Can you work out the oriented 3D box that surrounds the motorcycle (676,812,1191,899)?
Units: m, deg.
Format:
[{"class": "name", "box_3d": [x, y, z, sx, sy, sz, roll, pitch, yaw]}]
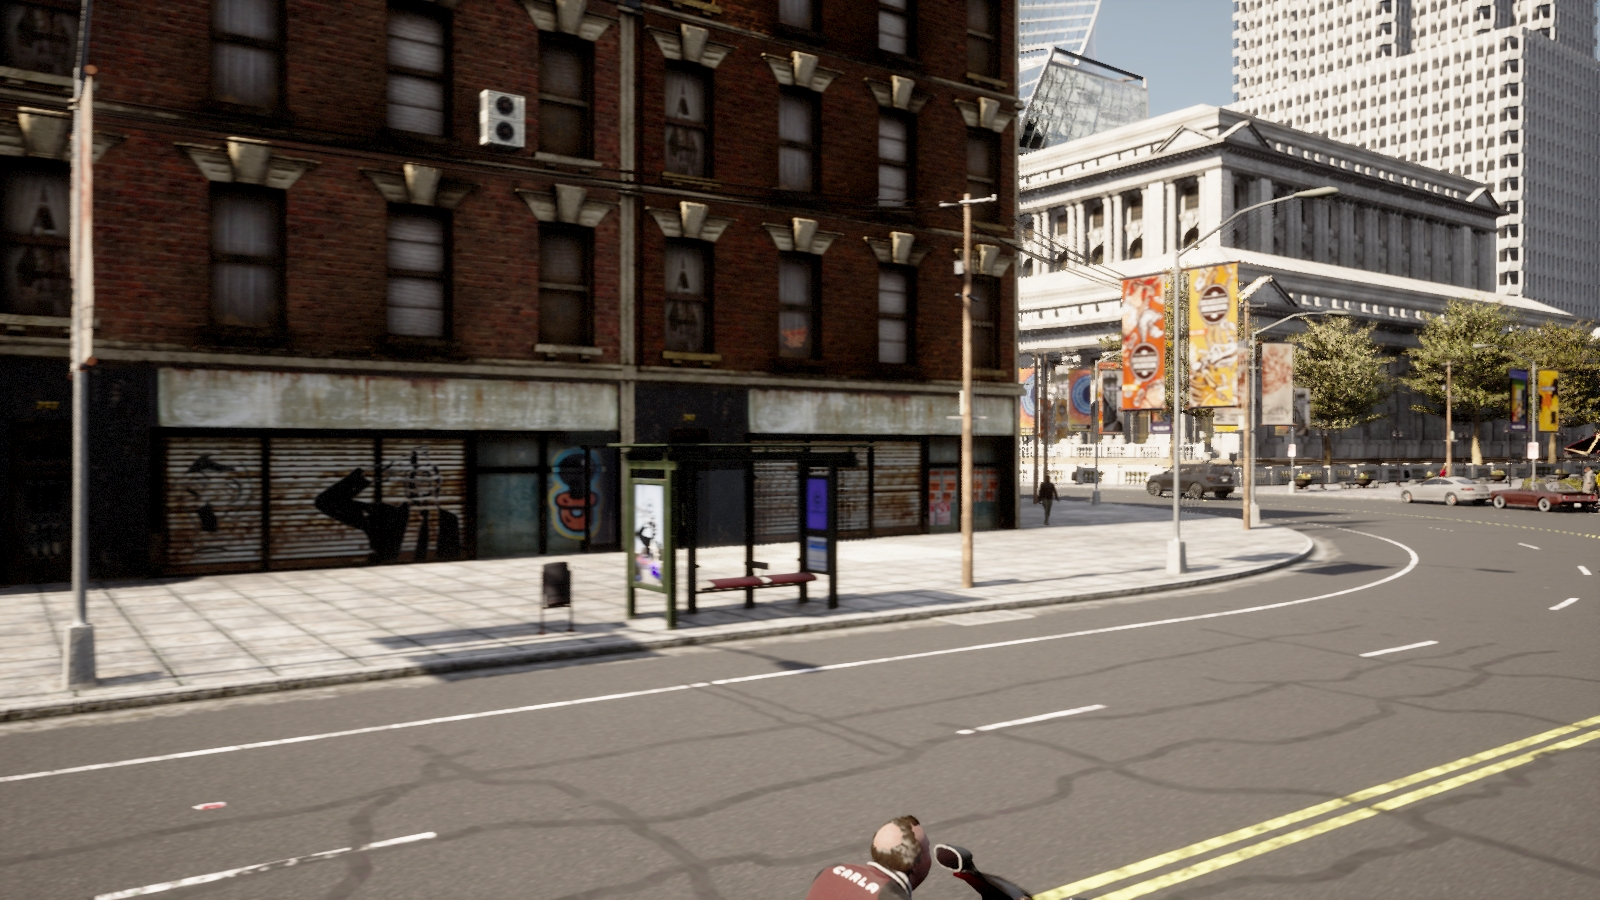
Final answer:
[{"class": "motorcycle", "box_3d": [0.310, 2.205, 4.001, 2.209, 1.251, 0.867, 0, 0, -35]}]

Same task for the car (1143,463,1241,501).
[{"class": "car", "box_3d": [22.639, 1.780, 66.255, 2.150, 2.045, 5.566, 0, 0, -25]}]

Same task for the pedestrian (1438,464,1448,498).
[{"class": "pedestrian", "box_3d": [35.400, 1.698, 62.903, 0.375, 1.860, 0.375, 0, 0, -31]}]

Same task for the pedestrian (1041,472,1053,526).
[{"class": "pedestrian", "box_3d": [8.534, 1.698, 39.471, 0.375, 1.860, 0.375, 0, 0, 4]}]

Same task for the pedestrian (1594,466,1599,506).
[{"class": "pedestrian", "box_3d": [37.382, 1.696, 53.302, 0.375, 1.860, 0.375, 0, 0, -16]}]

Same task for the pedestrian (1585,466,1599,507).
[{"class": "pedestrian", "box_3d": [36.727, 1.696, 52.989, 0.375, 1.860, 0.375, 0, 0, -27]}]
